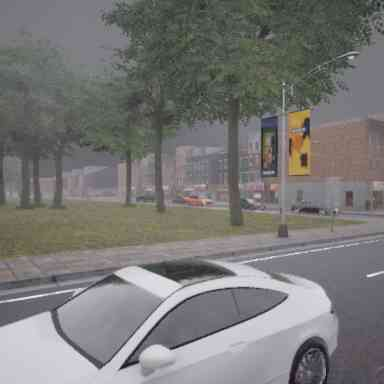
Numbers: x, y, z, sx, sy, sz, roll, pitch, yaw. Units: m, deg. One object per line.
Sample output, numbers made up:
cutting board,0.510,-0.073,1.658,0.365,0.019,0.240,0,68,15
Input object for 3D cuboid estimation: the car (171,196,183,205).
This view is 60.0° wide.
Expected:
car,-1.808,1.418,57.944,1.812,1.442,4.674,1,0,-36

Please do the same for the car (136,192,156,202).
car,-9.614,1.071,68.860,2.150,2.045,5.566,1,0,-36

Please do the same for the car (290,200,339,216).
car,12.213,1.568,33.265,2.128,1.511,4.902,1,0,-36

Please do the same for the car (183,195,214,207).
car,1.161,1.272,48.743,2.097,1.767,4.553,1,0,-35

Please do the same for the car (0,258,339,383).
car,-0.324,1.525,3.454,4.674,1.442,1.812,0,0,-36

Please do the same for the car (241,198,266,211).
car,6.883,1.518,40.721,1.812,1.442,4.674,1,0,-36
